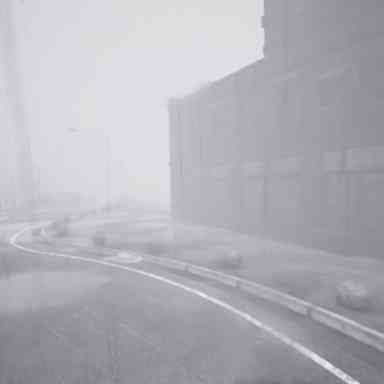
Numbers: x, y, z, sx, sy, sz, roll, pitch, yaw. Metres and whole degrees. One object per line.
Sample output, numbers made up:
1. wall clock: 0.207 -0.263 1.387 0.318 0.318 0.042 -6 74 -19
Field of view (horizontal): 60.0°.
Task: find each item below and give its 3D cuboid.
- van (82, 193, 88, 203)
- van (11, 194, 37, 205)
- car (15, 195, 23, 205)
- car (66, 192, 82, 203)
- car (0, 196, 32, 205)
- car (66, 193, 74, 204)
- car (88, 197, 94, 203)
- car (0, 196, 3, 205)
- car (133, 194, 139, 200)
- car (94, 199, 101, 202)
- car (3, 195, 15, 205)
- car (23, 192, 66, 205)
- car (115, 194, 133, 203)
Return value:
1. van: -22.157 1.175 61.561 4.442 1.987 1.878 -1 -1 -1
2. van: -34.281 1.520 67.991 4.442 1.987 1.878 -1 -1 -1
3. car: -34.503 1.650 62.528 5.366 1.575 1.946 -1 -1 -1
4. car: -21.975 1.073 55.371 5.566 2.045 2.435 -1 -1 -1
5. car: -34.540 1.695 65.189 5.366 1.575 1.946 -1 -1 -1
6. car: -21.892 1.305 52.453 5.008 1.535 2.097 -1 0 -1
7. car: -22.113 1.320 64.597 4.553 1.767 2.185 -1 -1 -1
8. car: -34.179 1.553 54.023 4.892 1.521 2.231 -1 0 -1
9. car: -12.592 1.165 70.410 2.097 1.767 4.553 -1 -1 0
10. car: -21.935 1.495 67.515 5.366 1.575 1.946 -1 -1 -1
11. car: -34.213 1.322 56.818 5.566 2.045 2.435 -1 0 -1
12. car: -21.864 1.161 49.418 4.553 1.767 2.185 -1 0 -1
13. car: -12.497 1.206 60.004 1.882 1.535 5.008 -1 -1 -1
